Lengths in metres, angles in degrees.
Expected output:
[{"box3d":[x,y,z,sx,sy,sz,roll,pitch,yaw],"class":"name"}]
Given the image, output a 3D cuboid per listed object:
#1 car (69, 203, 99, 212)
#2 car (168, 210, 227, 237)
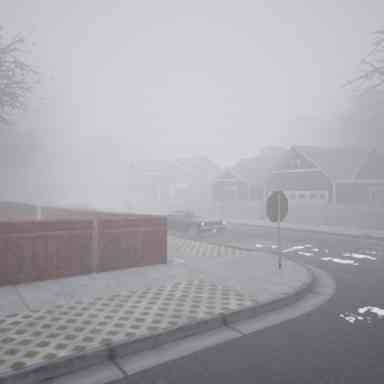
[{"box3d":[-11.455,1.843,35.095,1.895,1.301,4.718,-1,1,-36],"class":"car"},{"box3d":[-0.099,1.739,19.260,1.895,1.301,4.718,-1,0,-36],"class":"car"}]
